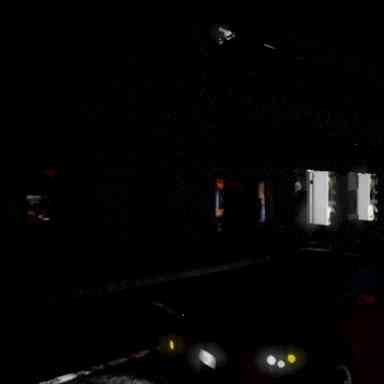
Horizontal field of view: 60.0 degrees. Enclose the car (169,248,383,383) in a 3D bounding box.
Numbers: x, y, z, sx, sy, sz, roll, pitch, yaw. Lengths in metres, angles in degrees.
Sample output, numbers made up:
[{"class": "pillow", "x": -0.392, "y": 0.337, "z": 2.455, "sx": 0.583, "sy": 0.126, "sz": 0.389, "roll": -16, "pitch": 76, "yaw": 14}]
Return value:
[{"class": "car", "x": 1.769, "y": 1.549, "z": 4.650, "sx": 4.181, "sy": 1.385, "sz": 1.994, "roll": 0, "pitch": 0, "yaw": -36}]
